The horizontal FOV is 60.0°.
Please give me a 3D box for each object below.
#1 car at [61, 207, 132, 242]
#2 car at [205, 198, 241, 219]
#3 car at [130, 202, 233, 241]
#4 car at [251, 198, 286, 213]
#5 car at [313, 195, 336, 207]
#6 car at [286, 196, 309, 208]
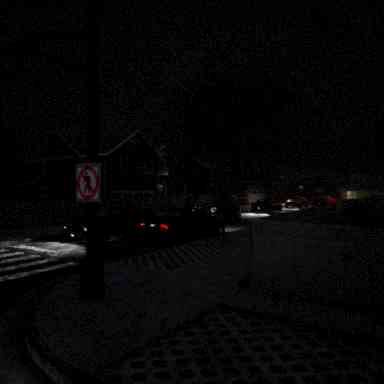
[{"bbox_3d":[-3.654,1.460,16.469,2.033,1.411,5.357,0,1,34],"label":"car"},{"bbox_3d":[1.857,1.187,24.671,2.097,1.767,4.553,0,1,34],"label":"car"},{"bbox_3d":[-0.281,1.454,16.208,2.033,1.411,5.357,0,1,34],"label":"car"},{"bbox_3d":[7.395,1.319,32.869,1.994,1.385,4.181,0,1,35],"label":"car"},{"bbox_3d":[16.308,1.142,40.832,1.882,1.535,5.008,0,1,35],"label":"car"},{"bbox_3d":[13.022,1.197,41.117,1.812,1.442,4.674,0,1,34],"label":"car"}]
